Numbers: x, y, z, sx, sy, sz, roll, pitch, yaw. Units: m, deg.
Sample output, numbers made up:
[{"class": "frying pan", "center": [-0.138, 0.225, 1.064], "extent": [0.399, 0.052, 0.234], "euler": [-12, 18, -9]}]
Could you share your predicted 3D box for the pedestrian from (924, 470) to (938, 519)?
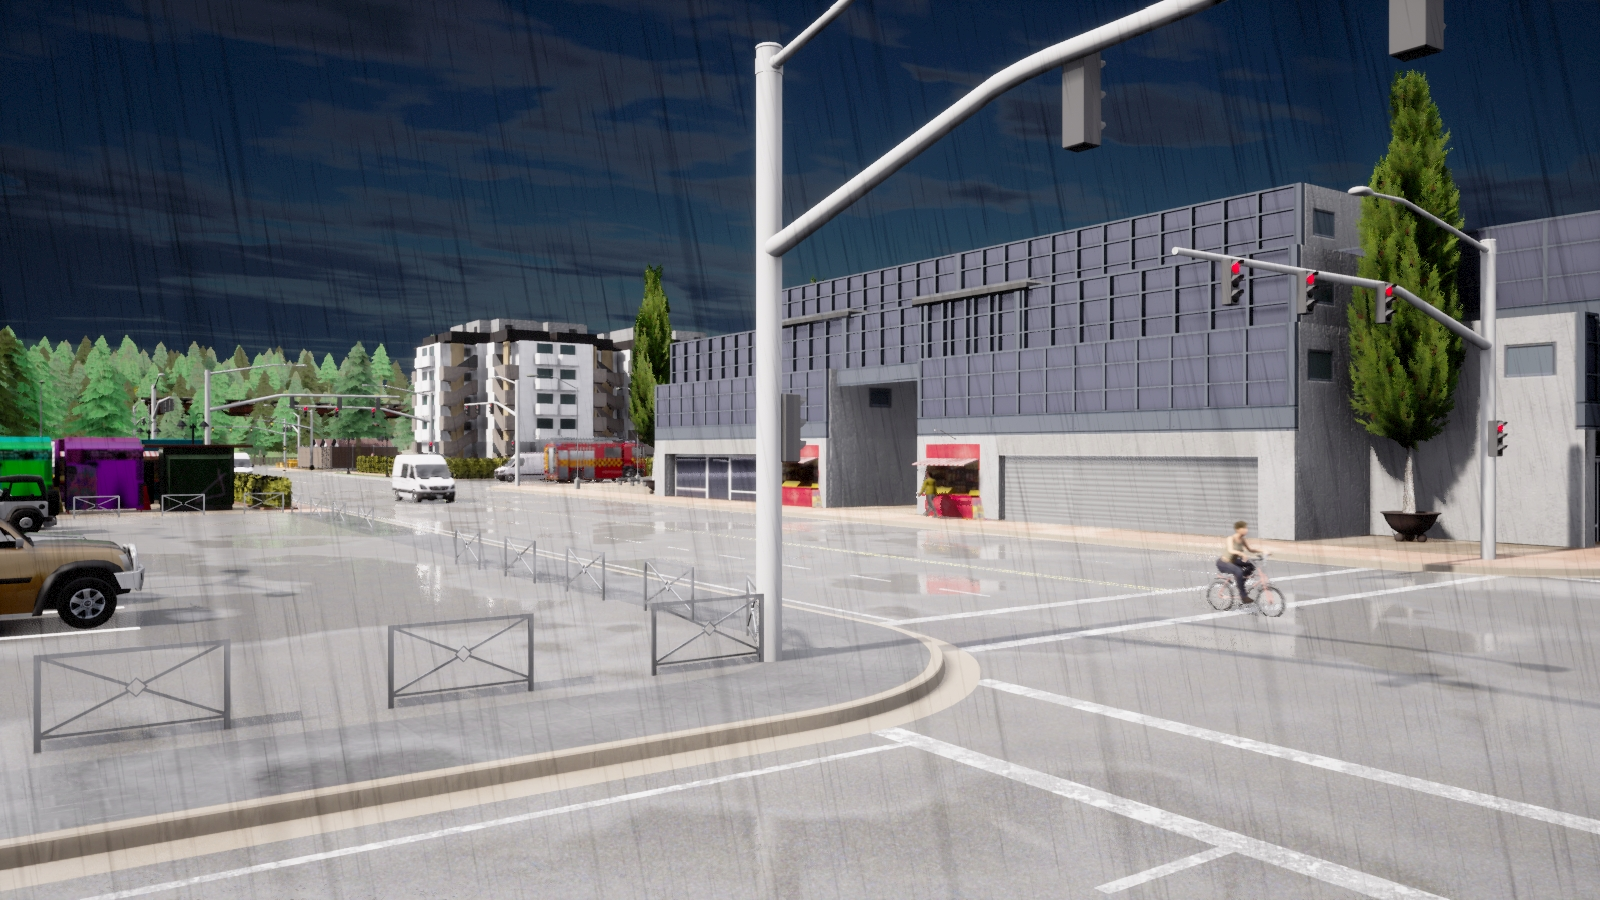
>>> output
[{"class": "pedestrian", "center": [5.010, 1.696, 43.789], "extent": [0.375, 1.860, 0.375], "euler": [0, 0, -28]}]

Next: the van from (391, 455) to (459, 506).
[{"class": "van", "center": [-20.043, 1.534, 60.875], "extent": [1.988, 2.561, 5.915], "euler": [0, 0, -33]}]
